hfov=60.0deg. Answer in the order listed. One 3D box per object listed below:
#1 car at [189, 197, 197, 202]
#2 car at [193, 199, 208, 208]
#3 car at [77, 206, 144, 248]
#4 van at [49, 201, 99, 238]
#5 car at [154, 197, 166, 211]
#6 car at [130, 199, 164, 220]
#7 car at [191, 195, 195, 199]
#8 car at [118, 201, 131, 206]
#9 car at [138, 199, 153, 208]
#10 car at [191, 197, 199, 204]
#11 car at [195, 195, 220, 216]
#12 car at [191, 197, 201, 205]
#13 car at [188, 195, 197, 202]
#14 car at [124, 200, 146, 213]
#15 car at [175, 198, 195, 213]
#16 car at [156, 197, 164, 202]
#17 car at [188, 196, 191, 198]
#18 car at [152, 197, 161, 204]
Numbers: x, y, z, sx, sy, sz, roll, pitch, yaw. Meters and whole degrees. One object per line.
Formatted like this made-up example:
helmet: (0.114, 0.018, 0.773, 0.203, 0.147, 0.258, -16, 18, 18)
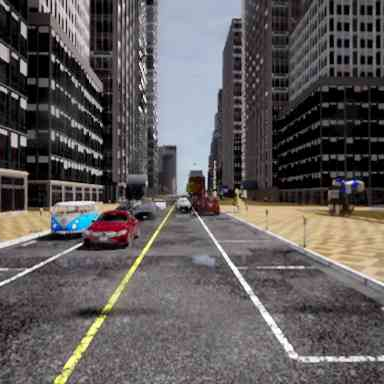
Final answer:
car: (0.303, 1.861, 84.501, 1.947, 1.339, 4.313, 0, 0, -2)
car: (1.258, 1.748, 51.280, 1.947, 1.339, 4.313, 0, 0, -2)
car: (-3.495, 1.581, 15.208, 1.812, 1.442, 4.674, 0, 0, -2)
van: (-6.163, 1.407, 17.817, 1.690, 1.788, 3.998, 0, 0, -2)
car: (-4.279, 1.677, 42.287, 1.812, 1.442, 4.674, 0, 0, -2)
car: (-3.880, 1.654, 29.434, 2.033, 1.411, 5.357, 0, 0, -2)
car: (1.418, 1.478, 45.744, 2.192, 1.841, 5.009, 0, 0, -2)
car: (-6.641, 1.691, 34.427, 1.947, 1.339, 4.313, 0, 0, -2)
car: (-7.119, 1.764, 51.038, 1.802, 1.307, 4.206, 0, 0, -2)
car: (0.617, 1.784, 73.597, 1.752, 1.417, 4.829, 0, 0, -2)
car: (1.737, 1.439, 34.669, 2.192, 1.841, 5.009, 0, 0, -2)
car: (0.781, 1.789, 67.890, 2.008, 1.369, 4.403, 0, 0, -2)
car: (0.145, 1.629, 90.039, 2.192, 1.841, 5.009, 0, 0, -2)
car: (-6.800, 1.695, 39.963, 2.008, 1.369, 4.403, 0, 0, -2)
car: (-0.973, 1.739, 38.634, 1.895, 1.301, 4.718, 0, 0, -2)
car: (-8.074, 1.878, 84.260, 1.802, 1.307, 4.206, 0, 0, -2)
car: (-1.257, 1.698, 48.483, 1.812, 1.442, 4.674, 0, 0, -2)
car: (-7.755, 1.840, 73.186, 1.802, 1.307, 4.206, 0, 0, -2)
